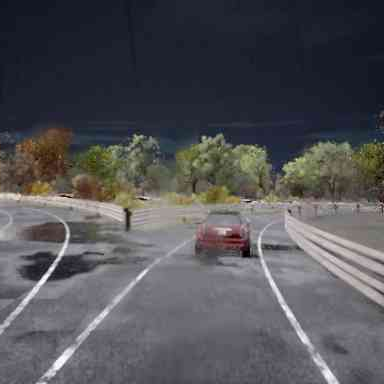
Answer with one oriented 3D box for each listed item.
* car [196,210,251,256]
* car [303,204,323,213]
[{"bbox_3d":[1.498,1.576,14.600,2.097,1.767,4.553,1,-1,10],"label":"car"},{"bbox_3d":[19.853,2.695,54.844,1.895,1.301,4.718,0,-1,43],"label":"car"}]
